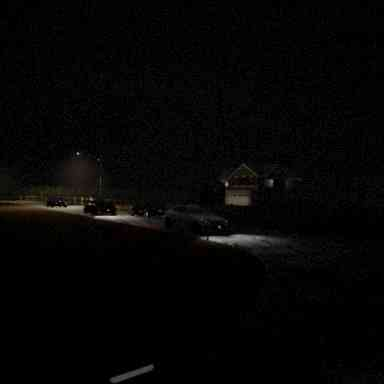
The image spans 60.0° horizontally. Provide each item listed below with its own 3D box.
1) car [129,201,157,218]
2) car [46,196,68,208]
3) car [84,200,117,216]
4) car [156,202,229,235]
[{"bbox_3d":[-3.775,1.497,28.831,1.994,1.385,4.181,2,-1,-36],"label":"car"},{"bbox_3d":[-17.506,1.321,43.025,1.837,1.490,4.892,2,-2,-35],"label":"car"},{"bbox_3d":[-8.389,1.404,30.357,1.994,1.385,4.181,2,-1,-35],"label":"car"},{"bbox_3d":[0.063,1.441,18.576,1.812,1.442,4.674,2,0,-35],"label":"car"}]
